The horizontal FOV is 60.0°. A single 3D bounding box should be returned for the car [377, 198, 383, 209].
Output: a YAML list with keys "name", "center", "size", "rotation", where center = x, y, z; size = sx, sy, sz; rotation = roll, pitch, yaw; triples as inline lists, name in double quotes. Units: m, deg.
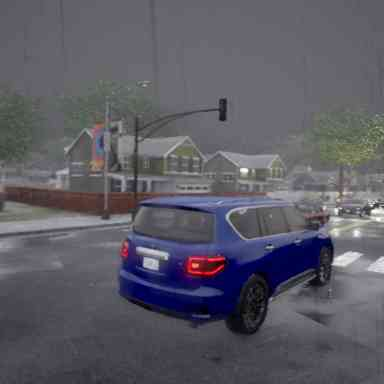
- name: "car"
  center: [22.006, 1.349, 38.055]
  size: [1.895, 1.301, 4.718]
  rotation: [2, 2, 39]

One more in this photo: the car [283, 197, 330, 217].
- name: "car"
  center: [9.859, 1.201, 28.242]
  size: [2.033, 1.411, 5.357]
  rotation: [2, 2, 39]

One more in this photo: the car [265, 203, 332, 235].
- name: "car"
  center: [5.984, 1.365, 18.324]
  size: [1.895, 1.301, 4.718]
  rotation: [2, 2, 39]

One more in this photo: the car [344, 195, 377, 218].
- name: "car"
  center: [13.661, 1.263, 27.772]
  size: [1.837, 1.490, 4.892]
  rotation: [2, 1, 39]

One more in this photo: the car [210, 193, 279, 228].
- name: "car"
  center: [3.320, 1.011, 20.181]
  size: [2.097, 1.767, 4.553]
  rotation: [2, 2, 39]

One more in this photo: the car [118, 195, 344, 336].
- name: "car"
  center: [1.108, 1.101, 6.822]
  size: [2.150, 2.045, 5.566]
  rotation: [2, 2, 39]
